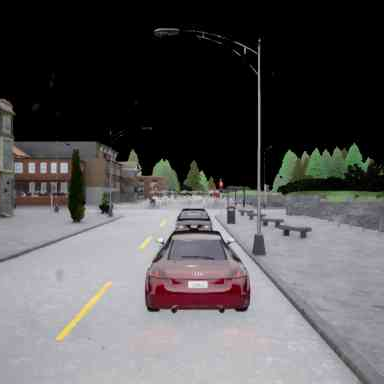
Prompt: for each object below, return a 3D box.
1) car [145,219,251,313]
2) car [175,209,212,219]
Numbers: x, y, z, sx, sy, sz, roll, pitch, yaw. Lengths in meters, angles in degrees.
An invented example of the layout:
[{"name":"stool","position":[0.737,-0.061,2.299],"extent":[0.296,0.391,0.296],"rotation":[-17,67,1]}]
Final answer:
[{"name":"car","position":[0.094,1.564,7.736],"extent":[1.994,1.385,4.181],"rotation":[0,0,0]},{"name":"car","position":[0.081,1.547,16.972],"extent":[2.033,1.411,5.357],"rotation":[0,0,0]}]
